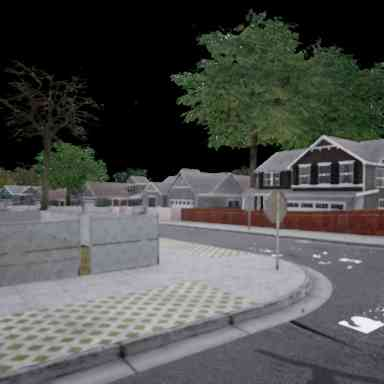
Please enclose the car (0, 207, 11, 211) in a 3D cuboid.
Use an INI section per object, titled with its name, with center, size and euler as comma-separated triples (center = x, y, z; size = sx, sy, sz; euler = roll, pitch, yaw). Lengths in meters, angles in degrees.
[car]
center = -41.833, 3.990, 73.623
size = 5.357, 1.411, 2.033
euler = -2, -3, 40
